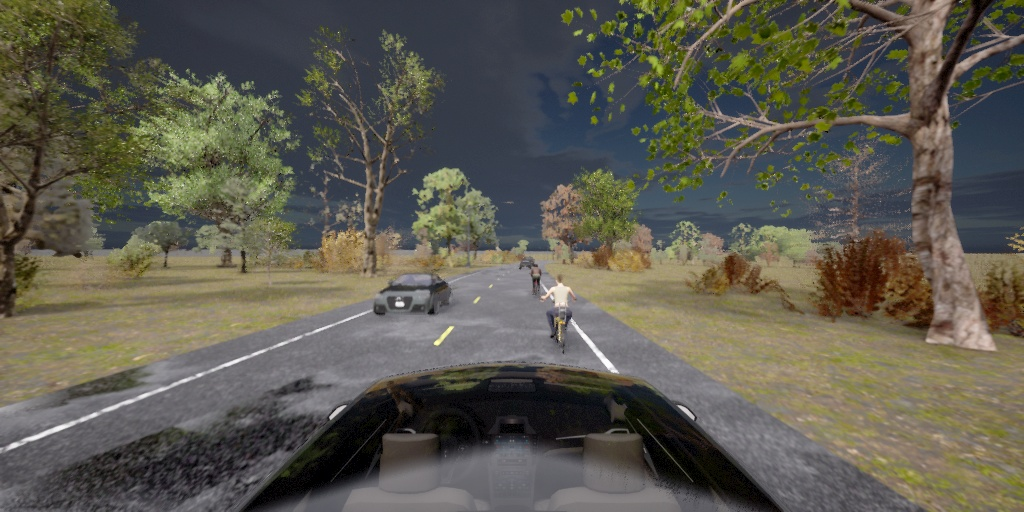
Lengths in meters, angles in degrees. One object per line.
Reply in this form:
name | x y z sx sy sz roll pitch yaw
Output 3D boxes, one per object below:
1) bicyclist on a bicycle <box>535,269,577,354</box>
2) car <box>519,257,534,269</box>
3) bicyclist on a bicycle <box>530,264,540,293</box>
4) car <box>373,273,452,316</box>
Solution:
bicyclist on a bicycle | 1.034 1.187 7.814 0.866 1.612 1.509 0 0 0
car | 2.209 1.357 57.829 1.837 1.490 4.892 0 0 4
bicyclist on a bicycle | 1.153 1.206 17.043 0.582 1.620 1.656 0 0 1
car | -3.477 1.314 13.199 1.994 1.385 4.181 0 0 1
